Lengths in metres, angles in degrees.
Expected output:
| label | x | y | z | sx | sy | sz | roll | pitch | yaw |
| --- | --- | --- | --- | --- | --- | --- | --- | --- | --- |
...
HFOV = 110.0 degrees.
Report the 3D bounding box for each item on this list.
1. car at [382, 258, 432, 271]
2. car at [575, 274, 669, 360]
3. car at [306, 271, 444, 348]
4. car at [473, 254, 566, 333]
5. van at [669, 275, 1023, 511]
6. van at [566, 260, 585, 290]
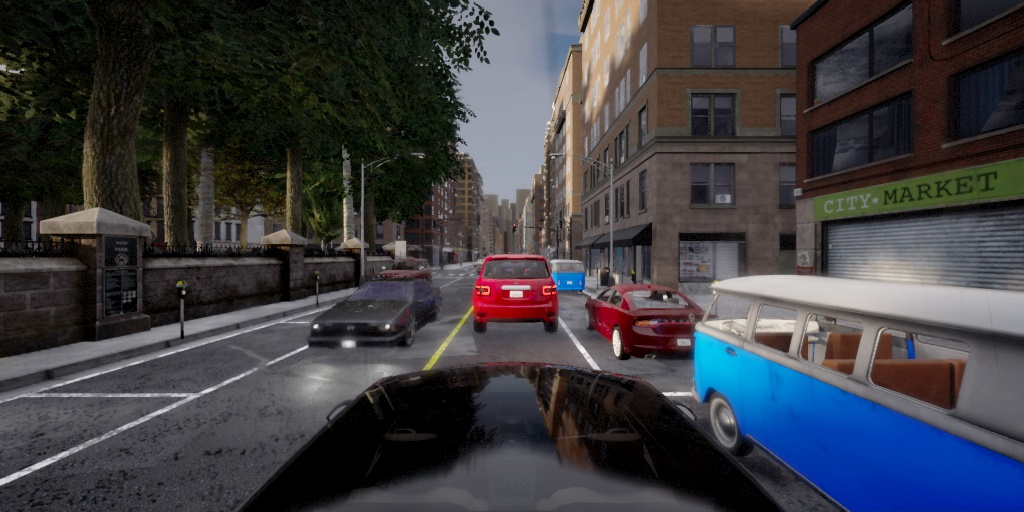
| label | x | y | z | sx | sy | sz | roll | pitch | yaw |
| --- | --- | --- | --- | --- | --- | --- | --- | --- | --- |
| car | -5.685 | 1.059 | 19.446 | 2.192 | 1.841 | 5.009 | 0 | 0 | 0 |
| car | 2.850 | 1.294 | 8.173 | 1.888 | 1.381 | 4.507 | 0 | 0 | 0 |
| car | -3.107 | 1.296 | 9.486 | 2.033 | 1.411 | 5.357 | 0 | 0 | 0 |
| car | 0.088 | 0.970 | 10.929 | 2.150 | 2.045 | 5.566 | 0 | 0 | 0 |
| van | 2.856 | 1.091 | 2.512 | 1.690 | 1.789 | 3.998 | 0 | 0 | 0 |
| van | 2.839 | 1.085 | 19.494 | 1.690 | 1.789 | 3.998 | 0 | 0 | 0 |
